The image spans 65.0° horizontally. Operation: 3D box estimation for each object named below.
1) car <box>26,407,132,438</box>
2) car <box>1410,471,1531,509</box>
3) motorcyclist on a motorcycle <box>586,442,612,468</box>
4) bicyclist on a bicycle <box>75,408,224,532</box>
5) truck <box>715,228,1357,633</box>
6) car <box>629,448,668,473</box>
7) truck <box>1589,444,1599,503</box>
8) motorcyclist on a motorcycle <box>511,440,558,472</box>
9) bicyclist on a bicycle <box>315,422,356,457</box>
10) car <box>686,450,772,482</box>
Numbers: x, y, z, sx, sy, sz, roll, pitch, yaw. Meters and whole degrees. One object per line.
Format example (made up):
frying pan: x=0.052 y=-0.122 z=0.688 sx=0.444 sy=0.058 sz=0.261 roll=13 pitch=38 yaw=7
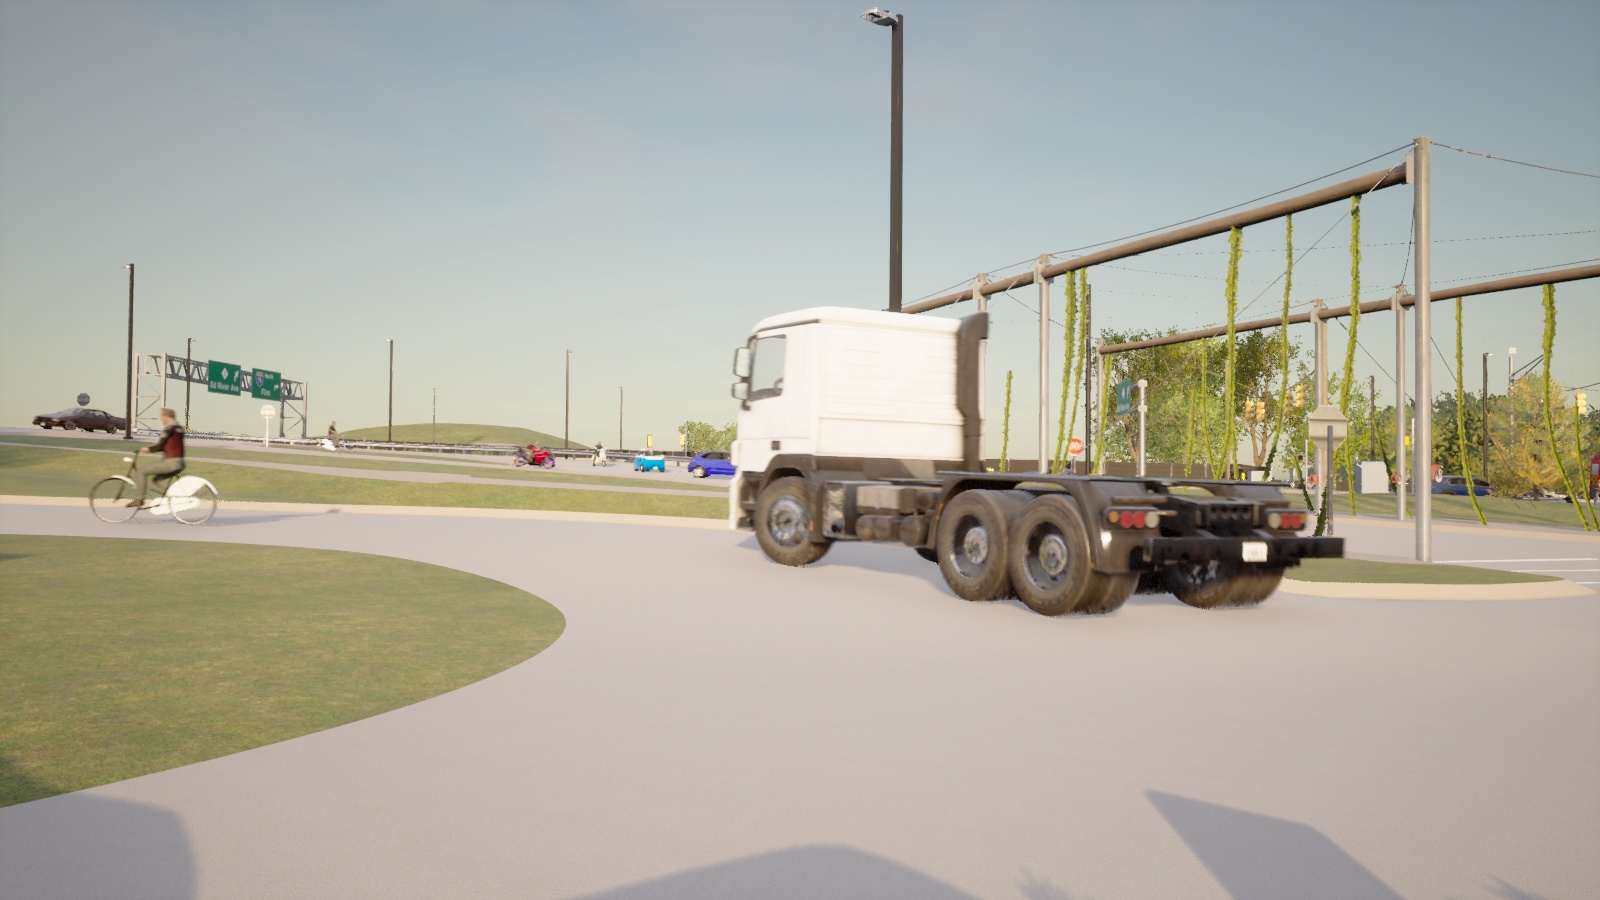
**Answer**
car: x=-41.648 y=-1.562 z=72.719 sx=2.033 sy=1.411 sz=5.357 roll=4 pitch=-1 yaw=15
car: x=33.005 y=1.965 z=61.917 sx=4.856 sy=1.649 sz=2.033 roll=2 pitch=-1 yaw=4
motorcyclist on a motorcycle: x=-12.732 y=0.309 z=79.544 sx=0.866 sy=1.590 sz=1.817 roll=1 pitch=1 yaw=-36
bicyclist on a bicycle: x=-9.686 y=0.289 z=18.739 sx=1.843 sy=1.776 sz=0.659 roll=2 pitch=1 yaw=-3
truck: x=2.107 y=-0.162 z=14.874 sx=2.891 sy=3.462 sz=7.936 roll=2 pitch=0 yaw=-30
car: x=-8.912 y=0.638 z=73.596 sx=1.481 sy=1.376 sz=2.207 roll=1 pitch=1 yaw=-30
truck: x=53.399 y=1.515 z=78.805 sx=2.891 sy=3.827 sz=8.468 roll=1 pitch=-1 yaw=4
motorcyclist on a motorcycle: x=-14.107 y=0.327 z=66.801 sx=2.191 sy=1.530 sz=0.866 roll=3 pitch=-1 yaw=3
bicyclist on a bicycle: x=-25.064 y=-0.566 z=67.766 sx=1.843 sy=1.776 sz=0.659 roll=4 pitch=-1 yaw=6
car: x=-3.705 y=0.849 z=65.997 sx=4.193 sy=1.474 sz=1.816 roll=3 pitch=-1 yaw=8
